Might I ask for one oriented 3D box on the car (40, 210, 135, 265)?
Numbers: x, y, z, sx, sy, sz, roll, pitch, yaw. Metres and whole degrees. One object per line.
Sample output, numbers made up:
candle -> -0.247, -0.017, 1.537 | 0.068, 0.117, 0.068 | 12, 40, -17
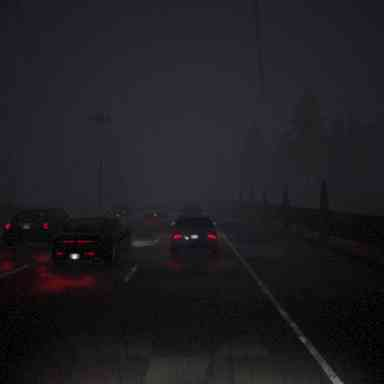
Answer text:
car -> -3.411, 1.621, 12.104 | 1.837, 1.490, 4.892 | 0, 0, 0

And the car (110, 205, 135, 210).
car -> -6.926, 1.913, 33.242 | 1.895, 1.301, 4.718 | 0, -1, 0

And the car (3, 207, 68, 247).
car -> -6.910, 1.504, 15.991 | 2.097, 1.767, 4.553 | 0, 0, 0

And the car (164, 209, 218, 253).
car -> 0.093, 1.683, 14.419 | 2.033, 1.411, 5.357 | 0, -1, 0

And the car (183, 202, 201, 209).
car -> 0.023, 1.819, 36.388 | 1.882, 1.535, 5.008 | 0, -1, -1

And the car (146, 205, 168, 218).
car -> -3.427, 1.913, 33.235 | 1.895, 1.301, 4.718 | 0, -1, 0
